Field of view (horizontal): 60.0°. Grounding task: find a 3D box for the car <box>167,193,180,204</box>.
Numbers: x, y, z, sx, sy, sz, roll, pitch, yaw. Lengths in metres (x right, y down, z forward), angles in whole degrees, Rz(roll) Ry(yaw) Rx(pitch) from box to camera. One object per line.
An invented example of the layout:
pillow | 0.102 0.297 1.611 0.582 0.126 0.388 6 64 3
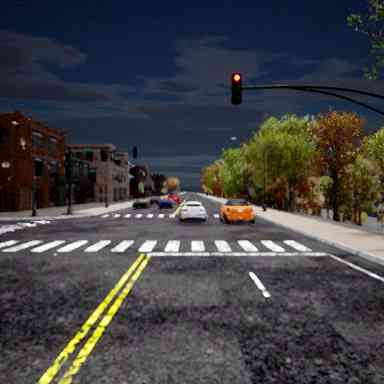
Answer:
car | -3.386 1.175 61.620 2.150 2.045 5.566 0 0 0

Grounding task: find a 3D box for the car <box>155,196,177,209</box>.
car | -3.377 1.566 43.903 1.895 1.301 4.718 0 0 0

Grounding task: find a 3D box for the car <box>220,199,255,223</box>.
car | 3.354 1.330 25.217 2.097 1.767 4.553 0 0 0

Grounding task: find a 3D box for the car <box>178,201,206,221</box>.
car | 0.096 1.503 26.440 1.812 1.442 4.674 0 0 0

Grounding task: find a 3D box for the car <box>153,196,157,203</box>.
car | -6.631 1.500 61.023 2.033 1.411 5.357 0 0 0

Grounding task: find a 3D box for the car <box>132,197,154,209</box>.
car | -6.626 1.566 43.893 1.895 1.301 4.718 0 0 0
